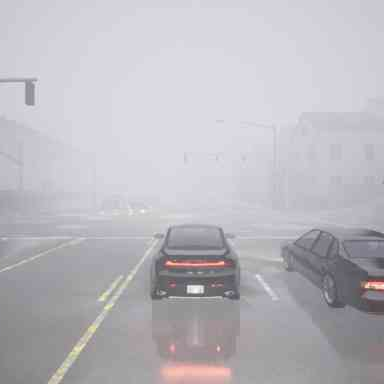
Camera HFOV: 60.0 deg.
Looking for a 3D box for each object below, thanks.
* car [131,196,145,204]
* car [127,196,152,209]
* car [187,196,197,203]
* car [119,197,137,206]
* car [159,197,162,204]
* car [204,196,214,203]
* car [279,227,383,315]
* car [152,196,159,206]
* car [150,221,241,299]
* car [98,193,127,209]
[{"bbox_3d":[-10.533,1.505,65.412,1.837,1.490,4.892,0,0,0],"label":"car"},{"bbox_3d":[-7.098,1.477,45.189,1.882,1.535,5.008,0,0,0],"label":"car"},{"bbox_3d":[0.001,1.547,69.176,2.033,1.411,5.357,0,0,0],"label":"car"},{"bbox_3d":[-10.587,1.547,55.221,2.033,1.411,5.357,0,0,0],"label":"car"},{"bbox_3d":[-7.038,1.547,65.055,2.033,1.411,5.357,0,0,1],"label":"car"},{"bbox_3d":[3.499,1.545,69.176,2.033,1.411,5.357,0,0,0],"label":"car"},{"bbox_3d":[3.575,1.547,7.834,2.033,1.411,5.357,0,0,0],"label":"car"},{"bbox_3d":[-7.090,1.505,54.644,1.837,1.490,4.892,0,0,0],"label":"car"},{"bbox_3d":[0.075,1.505,8.410,1.837,1.490,4.892,0,0,0],"label":"car"},{"bbox_3d":[-10.600,1.221,44.974,2.150,2.045,5.566,0,0,0],"label":"car"}]
